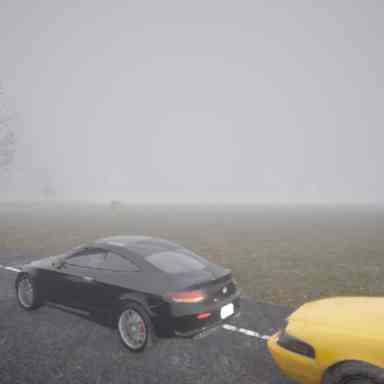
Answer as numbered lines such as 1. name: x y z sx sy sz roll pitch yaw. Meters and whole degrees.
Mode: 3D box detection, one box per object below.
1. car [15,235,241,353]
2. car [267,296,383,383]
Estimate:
1. car: -1.368 1.545 6.138 4.674 1.442 1.812 0 0 36
2. car: 3.354 1.471 2.752 5.366 1.575 1.801 0 0 36
